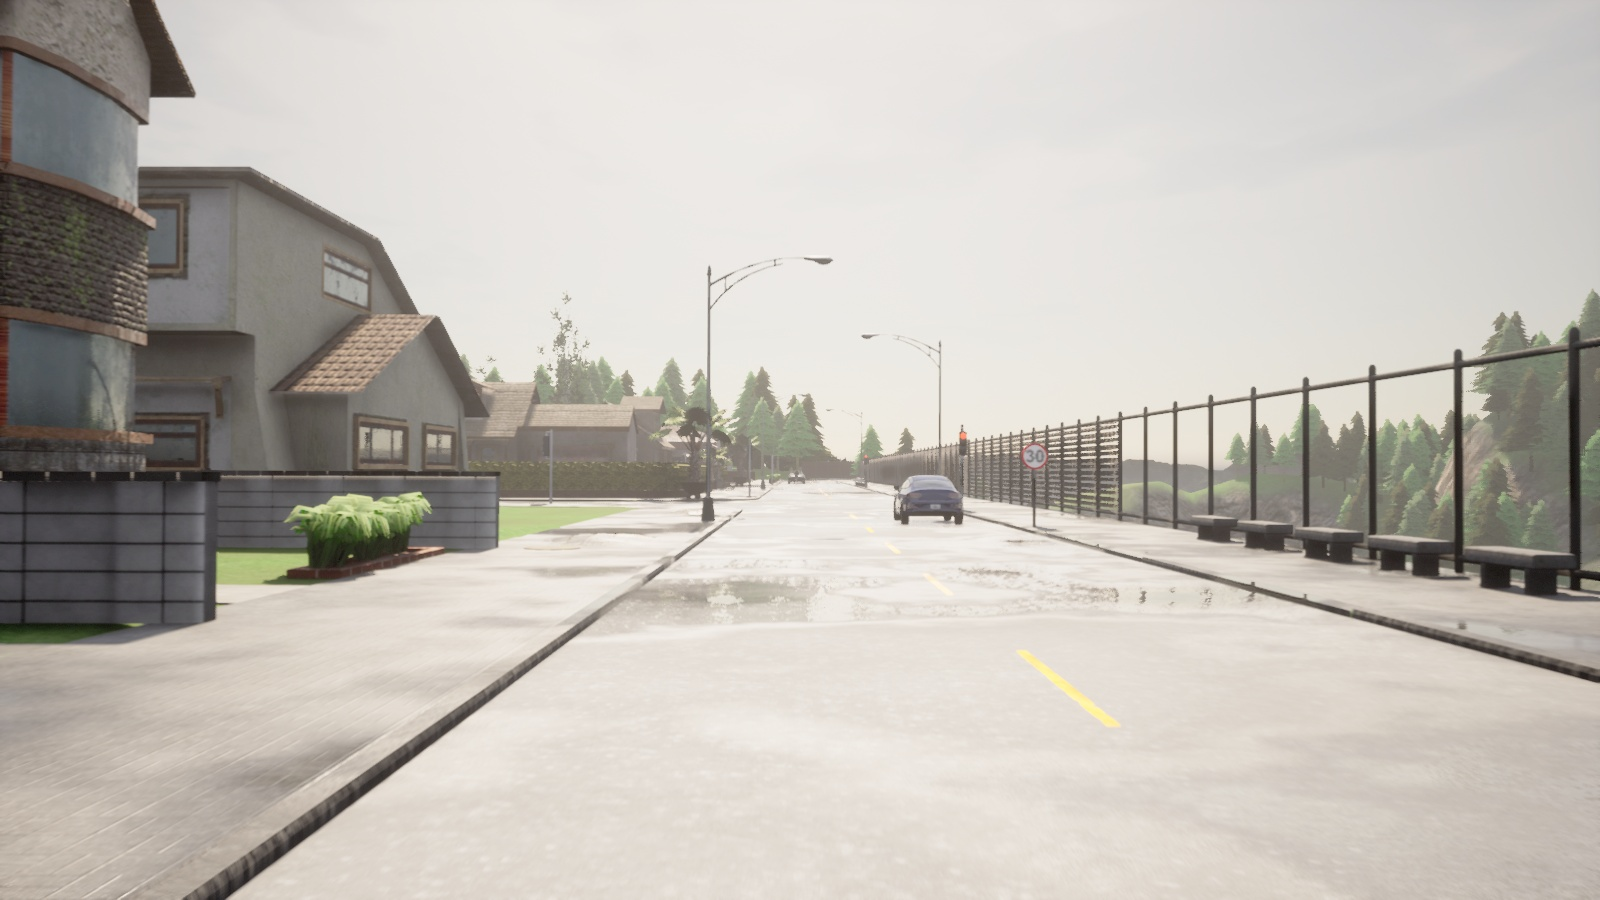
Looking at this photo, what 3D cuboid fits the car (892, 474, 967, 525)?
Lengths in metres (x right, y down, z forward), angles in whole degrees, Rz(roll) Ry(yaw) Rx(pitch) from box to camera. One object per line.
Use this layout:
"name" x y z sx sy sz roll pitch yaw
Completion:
"car" 3.904 1.469 38.504 1.812 1.442 4.674 0 -1 0
